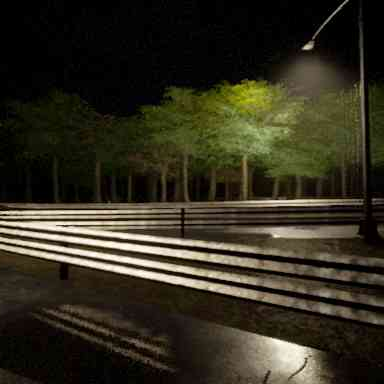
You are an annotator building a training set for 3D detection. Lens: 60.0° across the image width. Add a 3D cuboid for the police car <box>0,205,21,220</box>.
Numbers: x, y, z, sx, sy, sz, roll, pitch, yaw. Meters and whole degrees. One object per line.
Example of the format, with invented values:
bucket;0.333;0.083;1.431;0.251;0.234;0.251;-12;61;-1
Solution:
police car;-13.956;1.484;22.061;5.238;1.638;1.930;0;0;15
